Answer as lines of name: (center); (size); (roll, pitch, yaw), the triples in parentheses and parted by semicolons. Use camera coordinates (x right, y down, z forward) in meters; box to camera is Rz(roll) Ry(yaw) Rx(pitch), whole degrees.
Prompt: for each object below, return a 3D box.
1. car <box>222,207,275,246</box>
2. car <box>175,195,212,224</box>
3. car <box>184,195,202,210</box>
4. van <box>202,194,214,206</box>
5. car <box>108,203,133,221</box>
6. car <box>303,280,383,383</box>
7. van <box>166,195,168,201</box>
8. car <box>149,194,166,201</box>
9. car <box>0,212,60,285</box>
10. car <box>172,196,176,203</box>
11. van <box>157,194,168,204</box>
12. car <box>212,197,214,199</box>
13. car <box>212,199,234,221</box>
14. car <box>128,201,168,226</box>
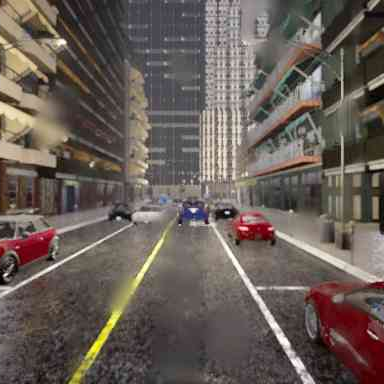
car: (2.571, 1.554, 14.921); (1.802, 1.307, 4.206); (0, 0, 0)
car: (0.102, 1.310, 24.491); (2.097, 1.767, 4.553); (0, 0, 0)
car: (0.103, 1.300, 42.235); (2.097, 1.767, 4.553); (0, 0, 0)
van: (2.573, 1.289, 54.749); (1.690, 1.788, 3.998); (0, 0, 0)
car: (-5.309, 1.523, 26.295); (1.947, 1.339, 4.313); (0, 0, 0)
car: (2.571, 1.575, 3.543); (1.802, 1.307, 4.206); (0, 0, 0)
van: (-5.307, 1.288, 54.744); (1.690, 1.788, 3.998); (0, 0, 0)
car: (-5.307, 1.386, 49.054); (1.967, 1.590, 4.097); (0, 0, 0)
car: (-5.308, 1.422, 9.225); (1.967, 1.590, 4.097); (0, 0, 0)
car: (-2.745, 1.517, 65.531); (1.994, 1.385, 4.181); (0, 0, 0)
van: (-5.307, 1.291, 60.434); (1.690, 1.788, 3.998); (0, 0, 0)
car: (2.572, 1.477, 32.161); (1.752, 1.417, 4.829); (0, 0, 0)
car: (2.571, 1.523, 26.301); (1.947, 1.339, 4.313); (0, 0, 0)
car: (-2.848, 1.561, 23.002); (1.895, 1.301, 4.718); (0, 0, 0)
